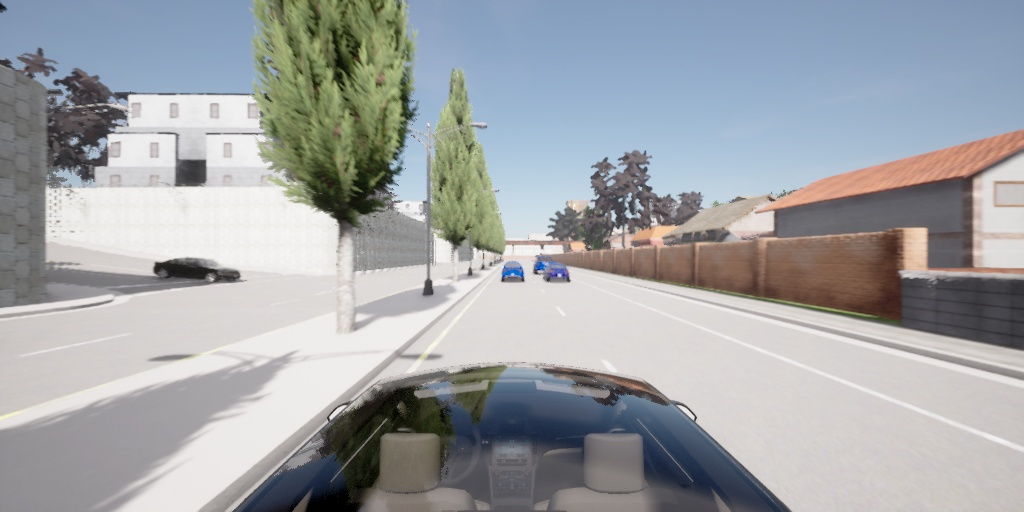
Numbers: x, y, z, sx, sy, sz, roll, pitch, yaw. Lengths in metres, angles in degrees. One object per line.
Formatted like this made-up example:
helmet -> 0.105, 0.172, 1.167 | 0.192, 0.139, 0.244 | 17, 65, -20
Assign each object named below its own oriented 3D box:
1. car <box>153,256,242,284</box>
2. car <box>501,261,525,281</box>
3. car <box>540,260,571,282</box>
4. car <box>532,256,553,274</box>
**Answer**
car -> -20.401, 0.831, 23.403 | 5.008, 1.535, 1.882 | 5, 0, 2
car -> 0.084, 1.236, 29.819 | 1.882, 1.535, 5.008 | 0, 0, 0
car -> 3.577, 1.285, 29.079 | 1.812, 1.442, 4.674 | 0, 0, 1
car -> 3.552, 0.988, 40.576 | 2.150, 2.045, 5.566 | 0, 0, 1
